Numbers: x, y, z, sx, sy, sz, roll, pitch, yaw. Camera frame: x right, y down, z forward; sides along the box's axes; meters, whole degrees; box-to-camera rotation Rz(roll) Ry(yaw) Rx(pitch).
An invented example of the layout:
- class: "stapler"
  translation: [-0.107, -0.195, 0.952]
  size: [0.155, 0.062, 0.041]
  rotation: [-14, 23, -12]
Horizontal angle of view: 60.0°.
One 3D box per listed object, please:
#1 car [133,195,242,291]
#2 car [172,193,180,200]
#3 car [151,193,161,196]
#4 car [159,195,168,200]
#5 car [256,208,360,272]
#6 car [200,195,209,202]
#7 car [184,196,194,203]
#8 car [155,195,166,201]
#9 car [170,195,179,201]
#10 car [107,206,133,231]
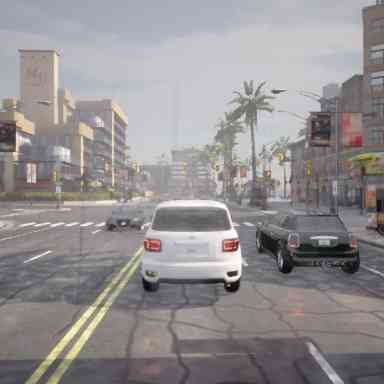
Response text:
- class: "car"
  translation: [-0.015, 1.221, 9.151]
  size: [2.150, 2.045, 5.566]
  rotation: [0, 0, 0]
- class: "car"
  translation: [-4.413, 1.225, 93.174]
  size: [2.150, 2.045, 5.566]
  rotation: [0, 0, -1]
- class: "car"
  translation: [-7.705, 1.225, 72.866]
  size: [2.150, 2.045, 5.566]
  rotation: [0, 0, -1]
- class: "car"
  translation: [-7.906, 1.540, 92.927]
  size: [2.033, 1.411, 5.357]
  rotation: [0, 0, -1]
- class: "car"
  translation: [3.479, 1.352, 10.889]
  size: [2.097, 1.767, 4.553]
  rotation: [0, 0, 0]
- class: "car"
  translation: [2.780, 1.524, 74.777]
  size: [1.812, 1.442, 4.674]
  rotation: [0, 0, -1]
- class: "car"
  translation: [-0.557, 1.547, 68.112]
  size: [2.033, 1.411, 5.357]
  rotation: [0, 0, -1]
- class: "car"
  translation: [-7.801, 1.525, 82.588]
  size: [2.128, 1.511, 4.902]
  rotation: [0, 0, -1]
- class: "car"
  translation: [-4.301, 1.500, 82.603]
  size: [1.837, 1.490, 4.892]
  rotation: [0, 0, -1]
- class: "car"
  translation: [-3.934, 1.564, 20.493]
  size: [1.994, 1.385, 4.181]
  rotation: [0, 0, -4]
